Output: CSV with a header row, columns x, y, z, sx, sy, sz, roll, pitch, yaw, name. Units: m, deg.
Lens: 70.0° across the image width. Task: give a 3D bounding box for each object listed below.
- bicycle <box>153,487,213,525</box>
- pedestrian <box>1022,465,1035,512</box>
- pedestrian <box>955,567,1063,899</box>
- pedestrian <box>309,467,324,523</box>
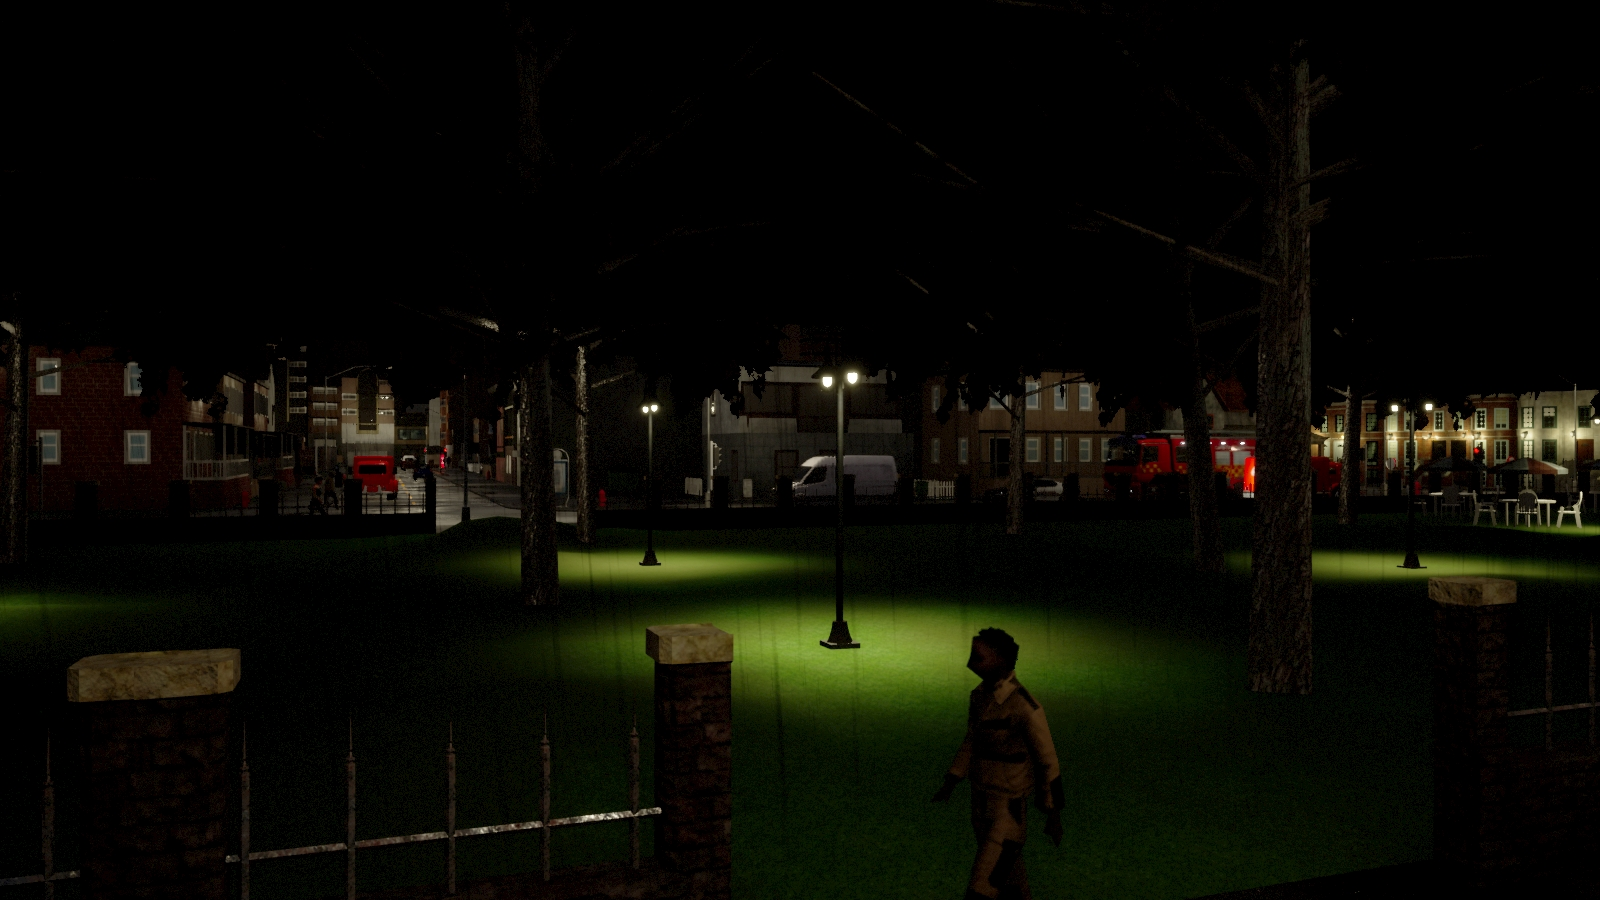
x,y,z,sx,sy,sz,roll,pitch,yaw,name
-21.542,1.940,39.910,1.835,1.271,0.329,0,0,-20,bicycle
9.078,1.525,45.429,0.375,1.860,0.375,0,0,-21,pedestrian
1.012,1.525,5.567,0.375,1.860,0.375,0,0,-23,pedestrian
-16.435,1.525,38.816,0.375,1.860,0.375,0,0,-6,pedestrian
